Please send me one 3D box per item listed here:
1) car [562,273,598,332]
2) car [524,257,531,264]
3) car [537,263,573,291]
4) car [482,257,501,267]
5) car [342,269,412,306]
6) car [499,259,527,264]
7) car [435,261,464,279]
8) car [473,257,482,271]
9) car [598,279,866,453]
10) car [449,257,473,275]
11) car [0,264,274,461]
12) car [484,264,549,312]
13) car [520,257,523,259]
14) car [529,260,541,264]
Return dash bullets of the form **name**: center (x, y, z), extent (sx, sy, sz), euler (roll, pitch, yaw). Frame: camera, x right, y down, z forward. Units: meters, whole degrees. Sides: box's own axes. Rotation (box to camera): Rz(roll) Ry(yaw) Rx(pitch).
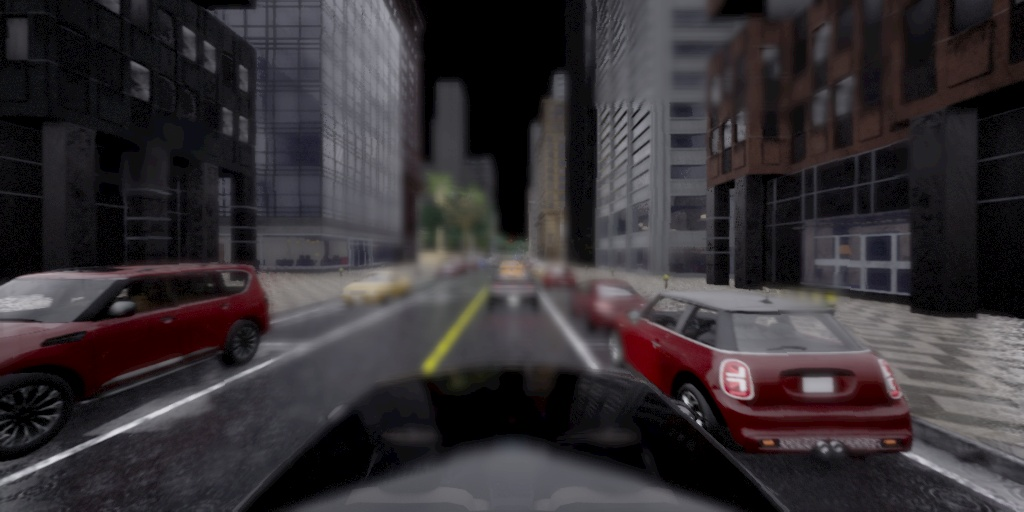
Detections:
- **car**: center (2.762, 1.335, 10.588), extent (1.802, 1.307, 4.207), euler (0, 0, 0)
- **car**: center (2.759, 1.218, 43.138), extent (1.967, 1.591, 4.097), euler (0, 0, 0)
- **car**: center (2.761, 1.304, 21.438), extent (1.888, 1.381, 4.507), euler (0, 0, 0)
- **car**: center (-3.069, 1.268, 53.647), extent (1.882, 1.535, 5.008), euler (0, 0, 0)
- **car**: center (-5.764, 1.282, 15.849), extent (1.751, 1.417, 4.829), euler (0, 0, 0)
- **car**: center (0.076, 1.244, 30.847), extent (1.882, 1.535, 5.008), euler (0, 0, 0)
- **car**: center (-5.765, 1.350, 32.297), extent (1.802, 1.307, 4.207), euler (0, 0, 0)
- **car**: center (-5.766, 1.099, 48.574), extent (2.192, 1.841, 5.009), euler (0, 0, 0)
- **car**: center (2.762, 1.191, 5.164), extent (1.967, 1.591, 4.097), euler (0, 0, 0)
- **car**: center (-5.766, 1.087, 37.722), extent (2.192, 1.841, 5.009), euler (0, 0, 0)
- **car**: center (-5.763, 1.066, 5.167), extent (2.192, 1.841, 5.009), euler (0, 0, 0)
- **car**: center (0.068, 1.247, 14.230), extent (2.128, 1.511, 4.902), euler (0, 0, 0)
- **car**: center (2.758, 1.349, 59.413), extent (2.007, 1.370, 4.403), euler (0, 0, 0)
- **car**: center (2.760, 1.293, 32.458), extent (1.751, 1.417, 4.829), euler (0, 0, 0)
